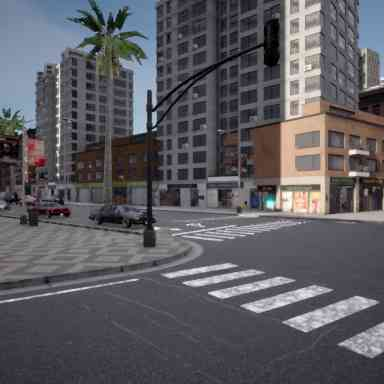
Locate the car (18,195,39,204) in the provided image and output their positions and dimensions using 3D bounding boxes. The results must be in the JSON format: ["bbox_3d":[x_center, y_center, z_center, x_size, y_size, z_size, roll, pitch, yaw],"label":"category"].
[{"bbox_3d":[-28.251,1.270,57.286,1.837,1.490,4.892,0,0,-44],"label":"car"}]

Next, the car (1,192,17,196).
[{"bbox_3d":[-30.291,0.991,54.724,2.150,2.045,5.566,0,0,-44],"label":"car"}]

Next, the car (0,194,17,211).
[{"bbox_3d":[-22.143,1.371,37.660,4.902,1.511,2.128,1,0,44],"label":"car"}]

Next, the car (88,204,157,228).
[{"bbox_3d":[-4.818,1.523,22.387,5.357,1.411,2.033,0,0,40],"label":"car"}]

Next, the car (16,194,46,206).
[{"bbox_3d":[-23.199,1.361,47.806,4.674,1.442,1.812,0,0,45],"label":"car"}]

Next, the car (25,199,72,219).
[{"bbox_3d":[-12.386,1.537,28.836,4.718,1.301,1.895,0,0,41],"label":"car"}]

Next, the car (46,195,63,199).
[{"bbox_3d":[-21.207,1.184,50.404,4.553,1.767,2.097,0,0,45],"label":"car"}]
